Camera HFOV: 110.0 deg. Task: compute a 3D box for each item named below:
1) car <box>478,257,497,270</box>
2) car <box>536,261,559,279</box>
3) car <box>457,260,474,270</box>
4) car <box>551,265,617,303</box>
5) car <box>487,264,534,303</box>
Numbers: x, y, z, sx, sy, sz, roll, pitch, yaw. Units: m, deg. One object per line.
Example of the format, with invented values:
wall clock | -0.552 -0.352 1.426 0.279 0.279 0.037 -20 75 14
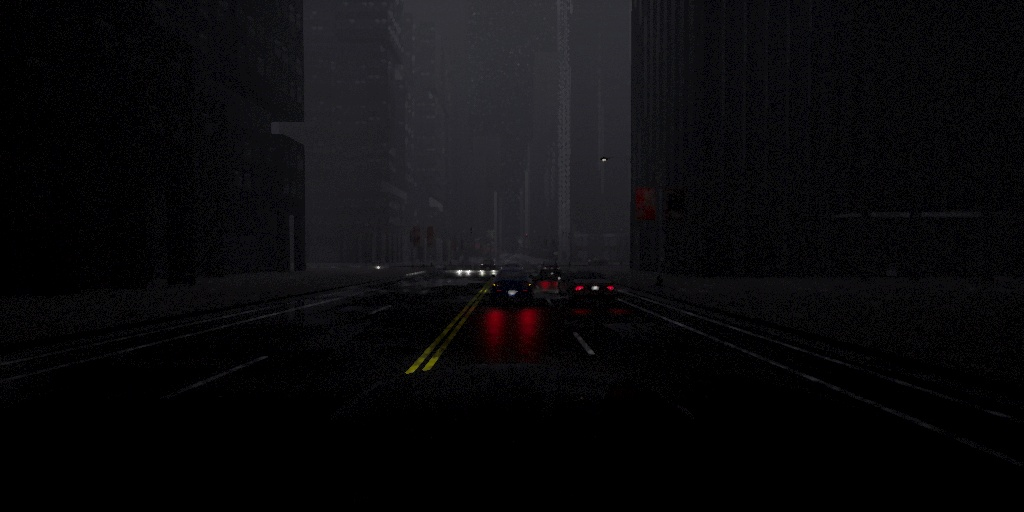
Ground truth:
car | -3.249 1.089 50.534 2.097 1.767 4.553 0 0 0
car | 3.251 1.216 31.502 2.128 1.511 4.902 0 0 0
car | -6.499 1.285 50.505 1.994 1.385 4.181 0 0 0
car | 3.250 1.303 16.502 2.033 1.411 5.357 0 0 0
car | 0.001 1.273 16.502 1.812 1.442 4.674 0 0 0
